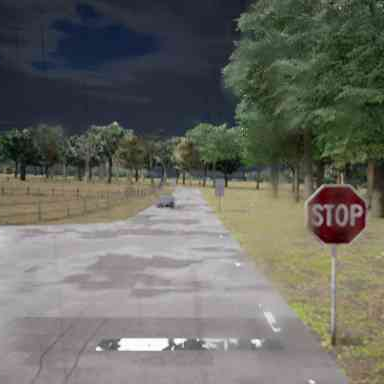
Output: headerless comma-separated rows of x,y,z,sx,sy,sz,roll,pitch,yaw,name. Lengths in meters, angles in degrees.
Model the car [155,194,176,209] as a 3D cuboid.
-2.685,0.962,34.800,1.837,1.490,4.892,0,2,0,car
